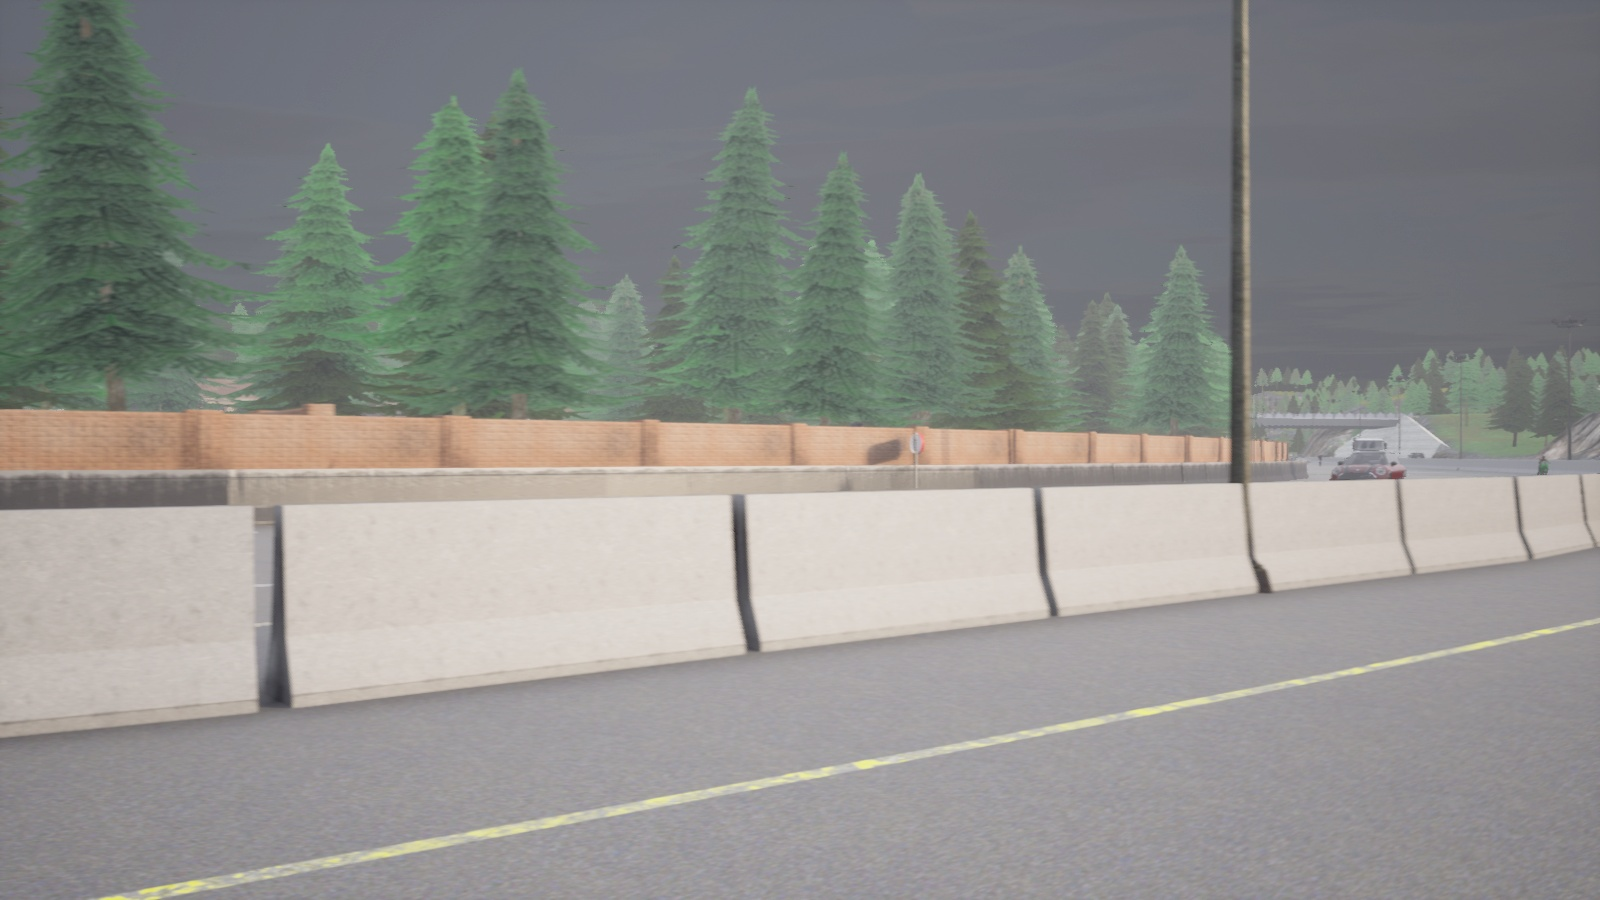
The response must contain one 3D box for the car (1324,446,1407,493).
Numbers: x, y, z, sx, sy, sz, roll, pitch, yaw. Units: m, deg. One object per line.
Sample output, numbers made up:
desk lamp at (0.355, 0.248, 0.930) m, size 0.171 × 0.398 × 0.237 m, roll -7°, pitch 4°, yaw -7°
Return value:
car at (22.555, 0.741, 49.985) m, size 2.097 × 1.767 × 4.553 m, roll 0°, pitch 0°, yaw 36°
